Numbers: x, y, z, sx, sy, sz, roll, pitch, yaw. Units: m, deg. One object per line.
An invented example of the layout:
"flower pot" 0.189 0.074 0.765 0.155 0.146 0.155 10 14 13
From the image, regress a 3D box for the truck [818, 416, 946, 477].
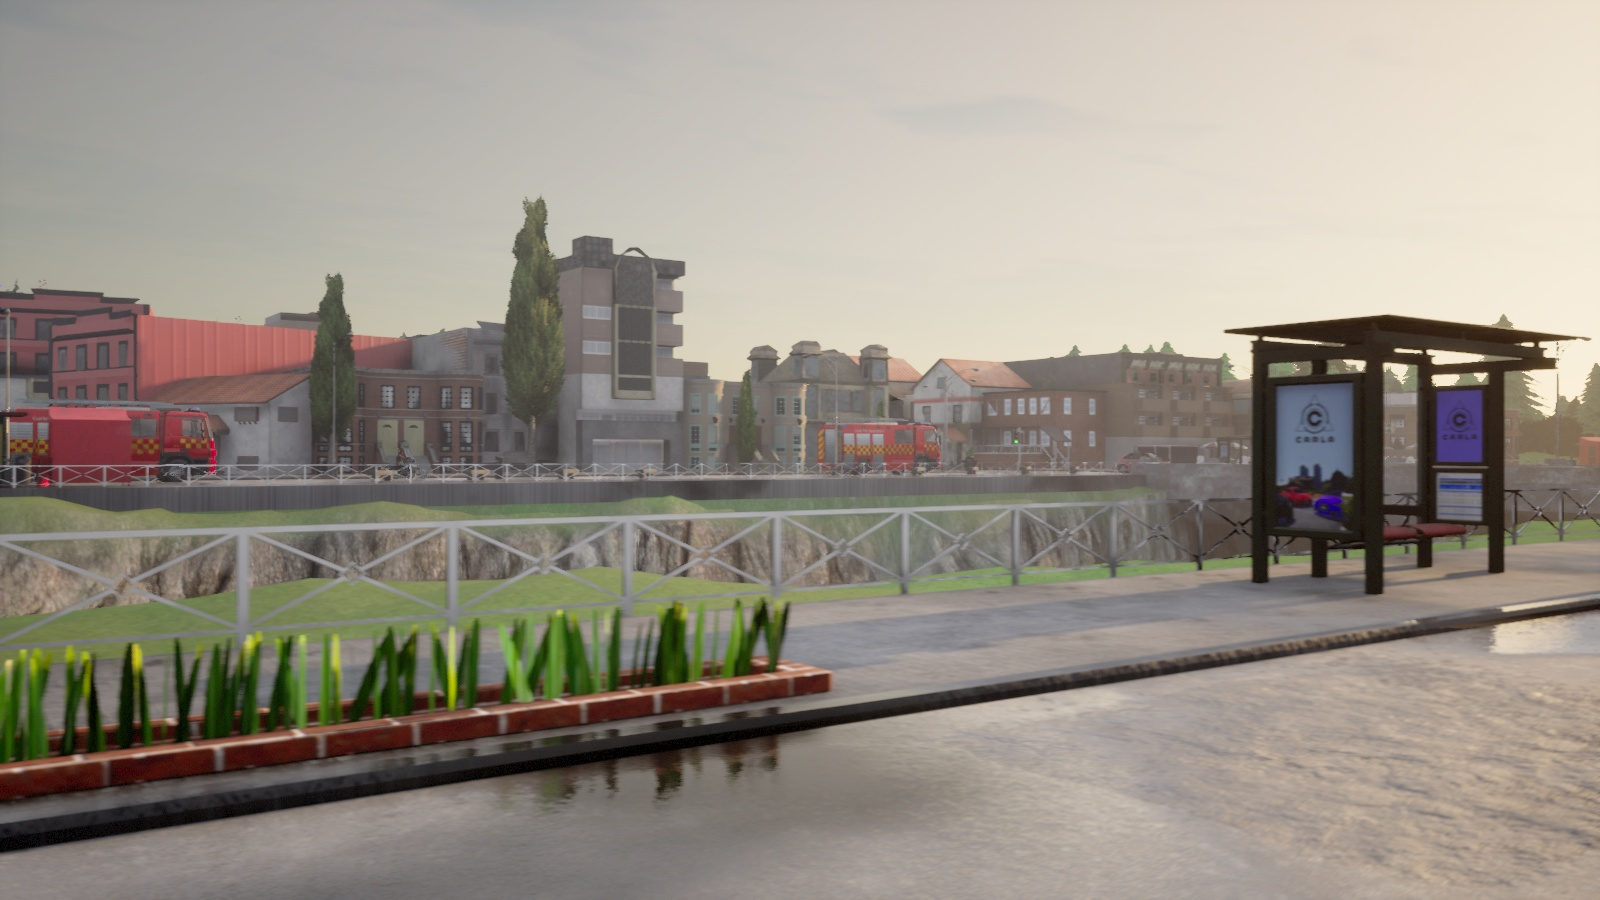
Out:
"truck" 5.507 -0.227 83.303 8.468 3.827 2.891 0 0 -35

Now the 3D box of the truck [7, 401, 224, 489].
"truck" -31.325 -0.212 57.650 8.468 3.827 2.891 0 0 -35

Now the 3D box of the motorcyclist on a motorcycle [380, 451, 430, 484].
"motorcyclist on a motorcycle" -20.504 0.898 65.182 2.350 1.649 0.766 0 0 -35

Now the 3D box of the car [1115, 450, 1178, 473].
"car" 24.967 0.812 90.454 3.988 1.617 1.851 0 0 33
